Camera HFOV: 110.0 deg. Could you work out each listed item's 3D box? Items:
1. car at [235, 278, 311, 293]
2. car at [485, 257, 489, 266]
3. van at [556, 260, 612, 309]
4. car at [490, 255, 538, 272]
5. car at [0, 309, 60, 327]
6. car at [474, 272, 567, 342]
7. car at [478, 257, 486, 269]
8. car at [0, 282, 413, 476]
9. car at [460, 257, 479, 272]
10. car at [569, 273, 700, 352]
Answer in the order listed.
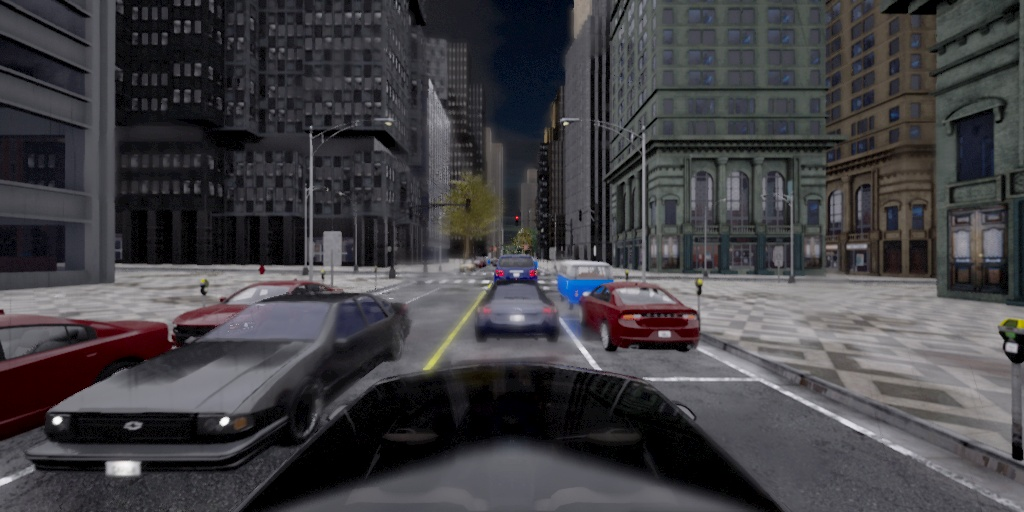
[{"bbox_3d":[-5.770,1.289,8.798,1.888,1.381,4.507,0,0,0],"label":"car"},{"bbox_3d":[-5.680,1.045,62.760,2.192,1.841,5.009,0,0,0],"label":"car"},{"bbox_3d":[2.794,1.081,14.294,1.690,1.789,3.998,0,0,0],"label":"van"},{"bbox_3d":[0.144,0.959,19.140,2.150,2.045,5.566,0,0,-1],"label":"car"},{"bbox_3d":[-5.776,1.294,3.273,1.888,1.381,4.507,0,0,0],"label":"car"},{"bbox_3d":[0.112,1.308,9.728,1.994,1.385,4.181,0,0,0],"label":"car"},{"bbox_3d":[-5.687,1.274,57.471,1.888,1.381,4.507,0,0,0],"label":"car"},{"bbox_3d":[-3.062,1.294,5.504,2.033,1.411,5.357,0,0,0],"label":"car"},{"bbox_3d":[-5.708,1.255,46.721,1.751,1.417,4.829,0,0,0],"label":"car"},{"bbox_3d":[2.785,1.289,8.768,1.888,1.381,4.507,0,0,0],"label":"car"}]
